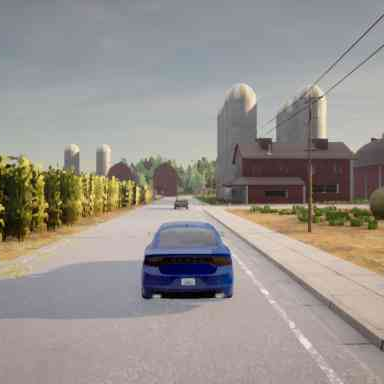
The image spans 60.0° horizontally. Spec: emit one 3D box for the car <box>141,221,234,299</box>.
[{"bbox_3d":[-0.141,1.478,8.510,1.882,1.535,5.008,0,0,-2],"label":"car"}]

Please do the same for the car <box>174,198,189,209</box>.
[{"bbox_3d":[-1.440,1.489,44.253,2.128,1.511,4.902,0,0,-2],"label":"car"}]
